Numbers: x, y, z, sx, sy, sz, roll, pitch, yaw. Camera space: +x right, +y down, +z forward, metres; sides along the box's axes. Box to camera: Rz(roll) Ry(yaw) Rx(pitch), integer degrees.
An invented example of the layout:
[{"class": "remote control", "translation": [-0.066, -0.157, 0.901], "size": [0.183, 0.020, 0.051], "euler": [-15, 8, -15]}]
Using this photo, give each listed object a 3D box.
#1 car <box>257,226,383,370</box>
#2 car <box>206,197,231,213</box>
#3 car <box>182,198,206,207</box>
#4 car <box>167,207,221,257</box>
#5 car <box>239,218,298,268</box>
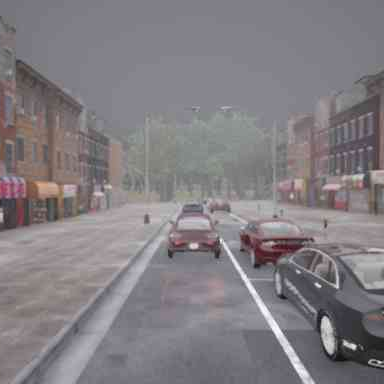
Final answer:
[{"class": "car", "translation": [2.628, 1.550, 5.735], "size": [2.008, 1.369, 4.403], "euler": [-1, 0, 0]}, {"class": "car", "translation": [2.994, 1.373, 36.592], "size": [2.097, 1.767, 4.553], "euler": [0, 0, 0]}, {"class": "car", "translation": [0.090, 1.518, 30.916], "size": [1.837, 1.490, 4.892], "euler": [0, 0, 0]}, {"class": "car", "translation": [0.077, 1.526, 12.757], "size": [1.812, 1.442, 4.674], "euler": [0, 0, 0]}, {"class": "car", "translation": [2.628, 1.544, 11.142], "size": [1.887, 1.381, 4.507], "euler": [-1, 0, 0]}]
